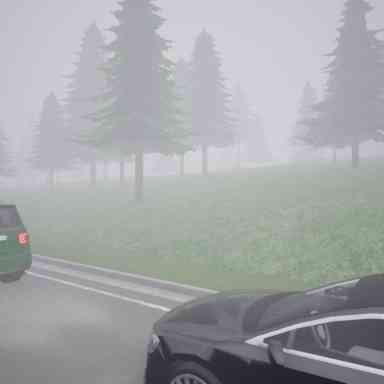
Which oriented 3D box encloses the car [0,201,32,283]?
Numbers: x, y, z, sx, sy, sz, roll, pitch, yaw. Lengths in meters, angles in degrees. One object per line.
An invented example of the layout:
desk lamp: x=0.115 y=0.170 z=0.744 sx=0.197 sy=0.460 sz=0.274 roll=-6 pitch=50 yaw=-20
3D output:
car: x=-6.324 y=1.221 z=8.468 sx=5.566 sy=2.045 sz=2.150 roll=0 pitch=0 yaw=36

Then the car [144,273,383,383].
car: x=1.739 y=1.492 z=2.752 sx=4.902 sy=1.511 sz=2.128 roll=0 pitch=0 yaw=36
